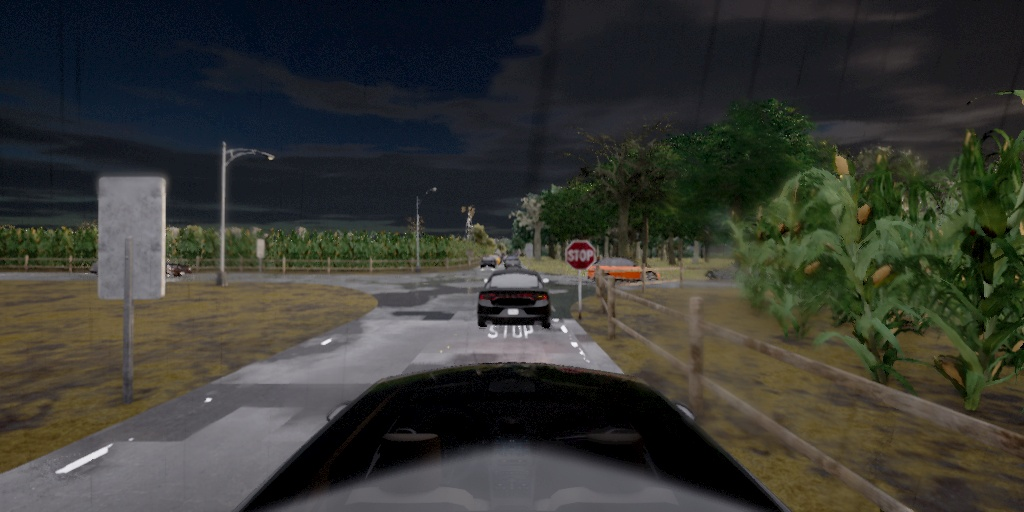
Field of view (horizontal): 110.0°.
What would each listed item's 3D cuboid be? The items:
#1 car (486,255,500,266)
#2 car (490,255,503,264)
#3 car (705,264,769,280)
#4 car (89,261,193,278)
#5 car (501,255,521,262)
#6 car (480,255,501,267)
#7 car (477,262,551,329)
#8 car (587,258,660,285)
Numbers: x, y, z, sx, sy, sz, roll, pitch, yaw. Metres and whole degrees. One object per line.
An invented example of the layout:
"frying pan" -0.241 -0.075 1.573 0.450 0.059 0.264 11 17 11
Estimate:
"car" -2.788 0.606 54.223 1.882 1.535 5.008 0 1 1
"car" -2.690 0.562 64.039 2.033 1.411 5.357 0 1 1
"car" 17.193 1.322 27.493 4.181 1.385 1.994 1 -1 0
"car" -24.522 0.756 23.794 5.357 1.411 2.033 0 -1 0
"car" 0.068 0.758 42.322 2.128 1.511 4.902 0 1 -1
"car" -2.846 0.788 44.617 2.033 1.411 5.357 0 1 1
"car" 0.125 1.117 10.860 1.882 1.535 5.008 0 1 2
"car" 7.371 0.920 23.794 4.553 1.767 2.097 1 -1 0
